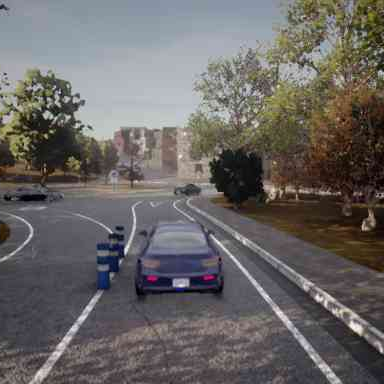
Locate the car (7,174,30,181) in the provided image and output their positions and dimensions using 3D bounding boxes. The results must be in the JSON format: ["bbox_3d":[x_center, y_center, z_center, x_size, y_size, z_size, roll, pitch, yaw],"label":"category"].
[{"bbox_3d":[-33.793,-2.795,65.275,2.097,1.767,4.553,4,5,42],"label":"car"}]

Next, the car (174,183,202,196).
[{"bbox_3d":[-0.460,-0.325,38.639,1.812,1.442,4.674,2,4,26],"label":"car"}]

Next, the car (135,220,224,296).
[{"bbox_3d":[-0.355,1.417,8.318,1.812,1.442,4.674,0,2,-4],"label":"car"}]

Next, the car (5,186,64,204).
[{"bbox_3d":[-14.245,0.238,30.150,4.902,1.511,2.128,-1,4,-8],"label":"car"}]
